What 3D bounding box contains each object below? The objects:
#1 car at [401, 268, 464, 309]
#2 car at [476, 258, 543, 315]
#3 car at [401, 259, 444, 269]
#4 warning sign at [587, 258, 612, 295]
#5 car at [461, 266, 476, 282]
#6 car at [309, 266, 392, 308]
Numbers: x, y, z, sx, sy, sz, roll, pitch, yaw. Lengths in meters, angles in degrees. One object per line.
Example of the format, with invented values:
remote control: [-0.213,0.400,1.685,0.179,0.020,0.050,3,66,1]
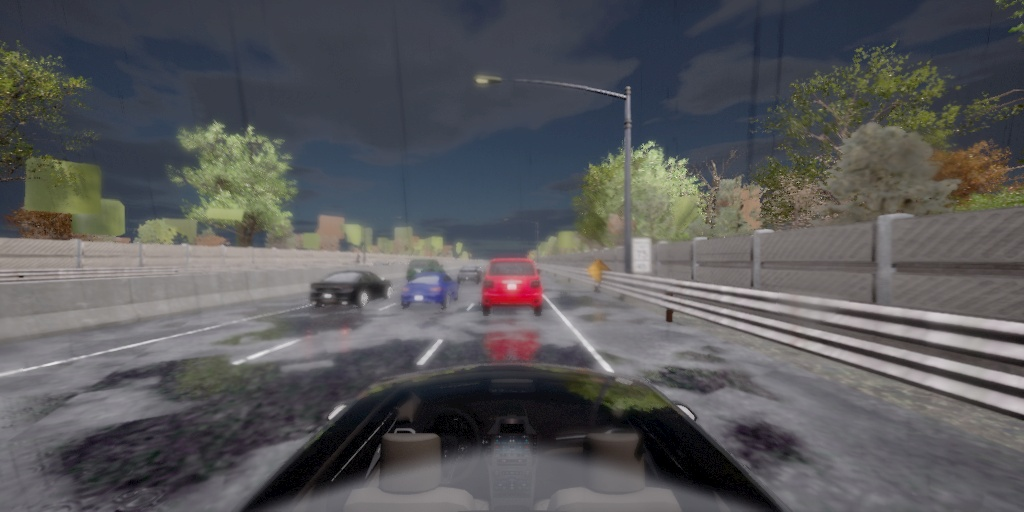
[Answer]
car: [-3.477,1.428,15.746,1.812,1.442,4.674,0,0,0]
car: [0.010,1.113,14.460,2.150,2.045,5.566,0,0,0]
car: [-6.988,1.279,29.444,2.150,2.045,5.566,0,0,0]
warning sign: [4.553,1.050,18.733,1.300,1.860,1.060,0,0,0]
car: [-3.479,1.557,30.356,2.128,1.511,4.902,0,0,0]
car: [-6.975,1.383,16.098,1.882,1.535,5.008,0,0,0]
